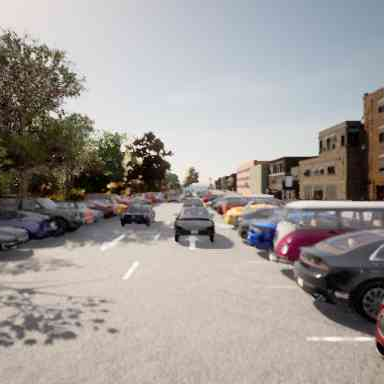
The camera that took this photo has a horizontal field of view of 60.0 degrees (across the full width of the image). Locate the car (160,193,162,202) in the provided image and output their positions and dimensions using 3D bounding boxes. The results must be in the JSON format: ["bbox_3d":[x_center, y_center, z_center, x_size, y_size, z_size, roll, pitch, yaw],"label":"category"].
[{"bbox_3d":[-8.522,1.252,62.080,4.553,1.767,2.185,0,0,0],"label":"car"}]

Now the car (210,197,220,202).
[{"bbox_3d":[4.565,1.487,34.362,4.674,1.452,2.002,0,0,0],"label":"car"}]

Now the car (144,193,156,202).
[{"bbox_3d":[-8.685,1.404,50.941,5.366,1.575,1.946,0,0,0],"label":"car"}]

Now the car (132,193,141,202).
[{"bbox_3d":[-8.485,1.196,34.356,5.566,2.045,2.435,0,0,0],"label":"car"}]

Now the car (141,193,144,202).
[{"bbox_3d":[-8.539,1.310,39.926,4.553,1.767,2.185,0,0,0],"label":"car"}]

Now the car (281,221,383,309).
[{"bbox_3d":[4.539,1.480,6.528,4.892,1.521,2.231,0,0,0],"label":"car"}]

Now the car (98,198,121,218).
[{"bbox_3d":[-8.514,1.461,26.000,5.008,1.535,2.097,0,0,0],"label":"car"}]

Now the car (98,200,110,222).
[{"bbox_3d":[-8.524,1.505,23.216,4.674,1.452,2.002,0,0,0],"label":"car"}]

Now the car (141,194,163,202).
[{"bbox_3d":[-8.453,1.228,70.560,4.553,1.767,2.185,0,0,0],"label":"car"}]

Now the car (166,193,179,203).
[{"bbox_3d":[-3.473,1.452,64.106,1.994,1.385,4.181,0,0,1],"label":"car"}]

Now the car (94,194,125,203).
[{"bbox_3d":[-8.485,1.331,28.784,4.553,1.767,2.185,0,0,0],"label":"car"}]

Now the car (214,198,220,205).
[{"bbox_3d":[4.592,1.487,28.796,4.792,1.488,2.163,0,0,0],"label":"car"}]

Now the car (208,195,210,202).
[{"bbox_3d":[4.566,1.436,39.930,4.892,1.521,2.231,0,0,0],"label":"car"}]

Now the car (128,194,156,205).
[{"bbox_3d":[-8.464,1.266,56.635,4.553,1.767,2.185,0,0,0],"label":"car"}]

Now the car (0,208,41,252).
[{"bbox_3d":[-8.537,1.476,12.076,4.892,1.521,2.231,0,0,0],"label":"car"}]

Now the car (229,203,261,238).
[{"bbox_3d":[4.552,1.512,17.663,4.674,1.452,2.002,0,0,0],"label":"car"}]

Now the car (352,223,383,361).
[{"bbox_3d":[4.574,1.353,3.620,4.553,1.767,2.185,0,0,0],"label":"car"}]

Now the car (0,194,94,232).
[{"bbox_3d":[-8.497,1.220,17.646,5.566,2.045,2.435,0,0,0],"label":"car"}]

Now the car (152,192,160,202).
[{"bbox_3d":[-8.526,1.149,53.725,5.566,2.045,2.435,0,0,0],"label":"car"}]

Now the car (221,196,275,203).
[{"bbox_3d":[4.590,1.339,23.229,4.553,1.767,2.185,0,0,0],"label":"car"}]

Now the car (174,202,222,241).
[{"bbox_3d":[0.112,1.484,16.578,2.128,1.511,4.902,0,0,0],"label":"car"}]

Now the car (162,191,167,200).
[{"bbox_3d":[-8.515,1.110,67.774,5.566,2.045,2.435,0,0,0],"label":"car"}]

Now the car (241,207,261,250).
[{"bbox_3d":[4.544,1.475,12.095,5.008,1.535,2.097,0,0,0],"label":"car"}]

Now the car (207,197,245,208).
[{"bbox_3d":[4.582,1.423,45.496,4.892,1.521,2.231,0,0,0],"label":"car"}]

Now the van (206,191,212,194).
[{"bbox_3d":[4.695,1.189,48.279,4.442,1.987,1.878,0,0,0],"label":"van"}]

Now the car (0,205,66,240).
[{"bbox_3d":[-8.556,1.503,14.859,4.792,1.488,2.163,0,0,0],"label":"car"}]

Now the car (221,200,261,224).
[{"bbox_3d":[4.742,1.465,20.445,5.366,1.575,1.946,0,0,0],"label":"car"}]

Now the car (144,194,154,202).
[{"bbox_3d":[-8.507,1.415,48.281,5.008,1.535,2.097,0,0,0],"label":"car"}]

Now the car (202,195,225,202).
[{"bbox_3d":[4.581,1.395,70.403,4.674,1.452,2.002,-1,0,0],"label":"car"}]

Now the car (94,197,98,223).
[{"bbox_3d":[-8.492,1.343,20.430,4.553,1.767,2.185,0,0,0],"label":"car"}]

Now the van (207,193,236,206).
[{"bbox_3d":[4.699,1.174,53.721,4.442,1.987,1.878,0,0,0],"label":"van"}]

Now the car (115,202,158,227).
[{"bbox_3d":[-3.581,1.586,22.676,1.895,1.301,4.718,0,0,0],"label":"car"}]

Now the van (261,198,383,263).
[{"bbox_3d":[4.431,1.251,9.312,4.442,1.987,1.878,0,0,0],"label":"van"}]

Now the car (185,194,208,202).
[{"bbox_3d":[0.124,1.323,32.187,2.097,1.767,4.553,0,0,0],"label":"car"}]

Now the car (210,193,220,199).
[{"bbox_3d":[4.601,1.316,37.145,4.553,1.767,2.185,0,0,0],"label":"car"}]

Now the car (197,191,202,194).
[{"bbox_3d":[4.395,1.125,93.737,4.792,1.488,2.163,0,0,0],"label":"car"}]

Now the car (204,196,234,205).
[{"bbox_3d":[4.591,1.393,56.629,4.892,1.521,2.231,0,0,0],"label":"car"}]

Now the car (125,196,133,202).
[{"bbox_3d":[-8.519,1.452,31.569,5.008,1.535,2.097,0,0,0],"label":"car"}]

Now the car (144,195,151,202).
[{"bbox_3d":[-8.474,1.451,45.495,4.792,1.488,2.163,0,0,0],"label":"car"}]

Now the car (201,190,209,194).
[{"bbox_3d":[4.609,1.156,51.062,5.566,2.045,2.435,0,0,0],"label":"car"}]

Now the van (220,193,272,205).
[{"bbox_3d":[4.678,1.236,25.949,4.442,1.987,1.878,0,0,0],"label":"van"}]
